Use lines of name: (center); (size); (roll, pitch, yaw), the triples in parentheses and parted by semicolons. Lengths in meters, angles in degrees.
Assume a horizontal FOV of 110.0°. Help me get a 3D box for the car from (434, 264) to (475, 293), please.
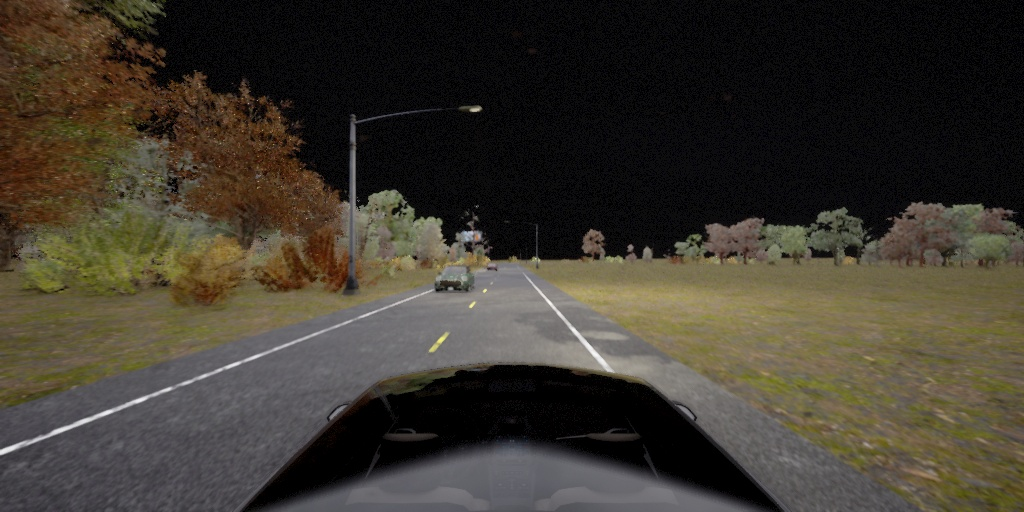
car: (-3.600, 1.356, 23.246); (2.097, 1.767, 4.553); (0, -1, 0)

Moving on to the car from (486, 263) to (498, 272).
car: (-3.527, 1.962, 63.970); (1.882, 1.535, 5.008); (0, -1, 1)
